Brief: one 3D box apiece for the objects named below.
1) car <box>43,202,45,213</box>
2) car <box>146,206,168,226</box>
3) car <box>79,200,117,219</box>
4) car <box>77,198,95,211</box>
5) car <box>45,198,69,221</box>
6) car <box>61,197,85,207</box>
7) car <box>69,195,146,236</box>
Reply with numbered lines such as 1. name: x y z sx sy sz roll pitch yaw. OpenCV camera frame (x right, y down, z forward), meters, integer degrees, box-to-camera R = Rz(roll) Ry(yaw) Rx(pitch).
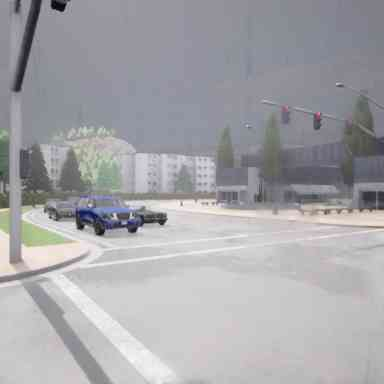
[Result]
1. car: -15.395 1.496 37.071 2.128 1.511 4.902 0 0 -19
2. car: -3.563 1.604 23.104 1.895 1.301 4.718 0 0 -35
3. car: -8.930 1.551 31.118 2.033 1.411 5.357 0 0 -32
4. car: -13.252 1.511 41.803 1.837 1.490 4.892 0 0 -15
5. car: -10.548 1.508 27.363 1.837 1.490 4.892 0 0 -31
6. car: -18.430 1.498 51.851 2.128 1.511 4.902 0 0 -3
7. car: -5.026 1.224 19.121 2.150 2.045 5.566 0 0 -35
